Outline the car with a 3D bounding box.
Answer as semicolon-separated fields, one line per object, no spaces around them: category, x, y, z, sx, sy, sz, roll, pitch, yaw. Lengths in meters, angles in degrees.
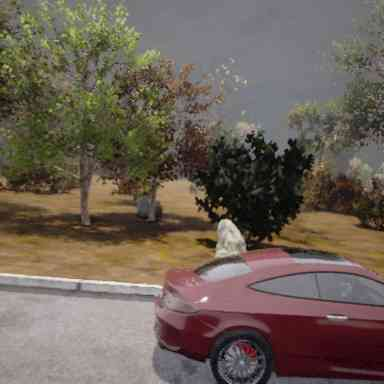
car;1.836;1.562;4.503;4.674;1.442;1.812;4;0;-1
